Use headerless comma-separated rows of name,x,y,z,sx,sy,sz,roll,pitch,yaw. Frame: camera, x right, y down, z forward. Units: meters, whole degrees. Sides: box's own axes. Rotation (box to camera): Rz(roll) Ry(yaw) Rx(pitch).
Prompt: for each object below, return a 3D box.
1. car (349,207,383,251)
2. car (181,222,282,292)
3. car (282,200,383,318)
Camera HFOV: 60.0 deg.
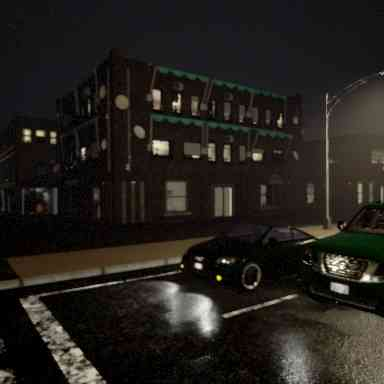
car,9.035,1.437,14.113,4.902,1.511,2.128,0,0,-35
car,1.778,1.541,8.942,4.181,1.385,1.994,0,0,-35
car,4.636,1.194,6.990,5.566,2.045,2.150,0,0,-35
